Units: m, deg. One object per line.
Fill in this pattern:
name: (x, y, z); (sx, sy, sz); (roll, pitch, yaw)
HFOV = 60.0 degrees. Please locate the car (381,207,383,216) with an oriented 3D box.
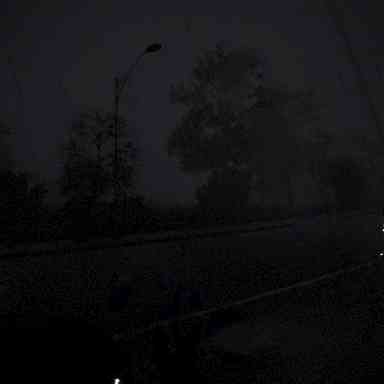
car: (20.131, 1.575, 32.730); (1.812, 1.442, 4.674); (0, 0, 40)

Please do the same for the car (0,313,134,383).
car: (-2.716, 1.497, 1.927); (4.902, 1.511, 2.128); (0, 0, -35)
